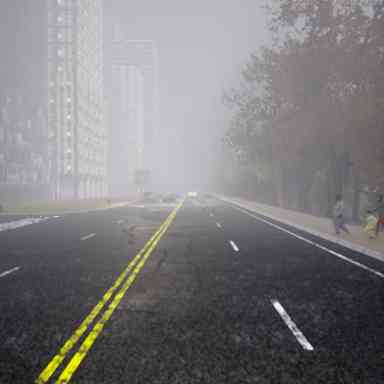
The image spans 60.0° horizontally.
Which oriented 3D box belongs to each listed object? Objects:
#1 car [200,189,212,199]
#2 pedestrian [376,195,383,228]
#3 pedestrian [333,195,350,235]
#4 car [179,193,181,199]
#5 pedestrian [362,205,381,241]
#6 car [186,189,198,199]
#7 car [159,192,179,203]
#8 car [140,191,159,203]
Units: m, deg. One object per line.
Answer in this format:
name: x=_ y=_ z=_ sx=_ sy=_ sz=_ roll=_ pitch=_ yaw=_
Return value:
car: x=3.244 y=0.623 z=69.720 sx=2.128 sy=1.511 sz=4.902 roll=0 pitch=1 yaw=0
pedestrian: x=7.741 y=0.962 z=13.627 sx=0.375 sy=1.860 sz=0.375 roll=0 pitch=1 yaw=0
pedestrian: x=6.392 y=0.954 z=14.227 sx=0.375 sy=1.860 sz=0.375 roll=0 pitch=1 yaw=0
car: x=-3.270 y=0.745 z=66.707 sx=1.895 sy=1.301 sz=4.718 roll=0 pitch=1 yaw=0
pedestrian: x=7.016 y=1.249 z=13.033 sx=0.375 sy=1.300 sz=0.375 roll=0 pitch=1 yaw=0
car: x=-0.005 y=0.323 z=69.747 sx=2.150 sy=2.045 sz=5.566 roll=0 pitch=1 yaw=0
car: x=-3.336 y=0.963 z=49.433 sx=1.895 sy=1.301 sz=4.718 roll=0 pitch=1 yaw=0
car: x=-6.582 y=0.705 z=50.193 sx=2.097 sy=1.767 sz=4.553 roll=0 pitch=1 yaw=0
